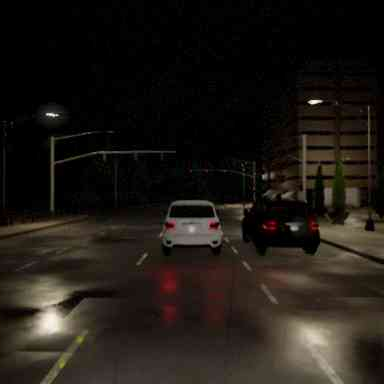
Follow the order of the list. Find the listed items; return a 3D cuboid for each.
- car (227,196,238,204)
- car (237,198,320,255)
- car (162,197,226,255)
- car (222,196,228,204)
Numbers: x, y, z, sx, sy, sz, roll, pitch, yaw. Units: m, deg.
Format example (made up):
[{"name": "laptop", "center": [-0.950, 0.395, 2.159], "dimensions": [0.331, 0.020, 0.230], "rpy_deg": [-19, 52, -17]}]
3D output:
[{"name": "car", "center": [12.437, 2.363, 87.773], "dimensions": [5.357, 1.411, 2.033], "rpy_deg": [1, -1, -45]}, {"name": "car", "center": [3.495, 1.349, 14.034], "dimensions": [2.150, 2.045, 5.566], "rpy_deg": [0, 0, 0]}, {"name": "car", "center": [-0.005, 1.349, 14.025], "dimensions": [2.150, 2.045, 5.566], "rpy_deg": [0, 0, 0]}, {"name": "car", "center": [9.773, 2.070, 90.039], "dimensions": [5.566, 2.045, 2.150], "rpy_deg": [1, -1, -45]}]
